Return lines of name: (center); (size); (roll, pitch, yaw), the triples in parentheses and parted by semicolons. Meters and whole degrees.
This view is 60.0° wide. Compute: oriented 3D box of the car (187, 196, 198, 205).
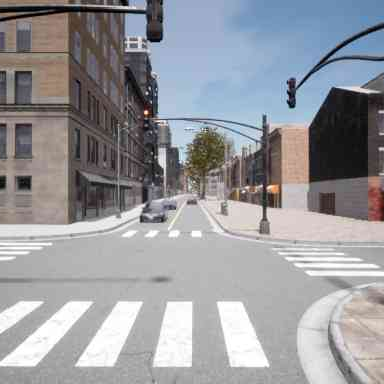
car: (0.028, 1.524, 58.962); (2.033, 1.411, 5.357); (0, 0, 1)

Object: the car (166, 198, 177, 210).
car: (-2.901, 1.525, 42.758); (2.033, 1.411, 5.357); (0, 0, 0)

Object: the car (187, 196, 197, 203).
car: (0.021, 1.542, 69.244); (1.994, 1.385, 4.181); (0, 0, 0)

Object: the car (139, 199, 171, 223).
car: (-2.880, 1.513, 25.605); (1.812, 1.442, 4.674); (0, 0, 0)
